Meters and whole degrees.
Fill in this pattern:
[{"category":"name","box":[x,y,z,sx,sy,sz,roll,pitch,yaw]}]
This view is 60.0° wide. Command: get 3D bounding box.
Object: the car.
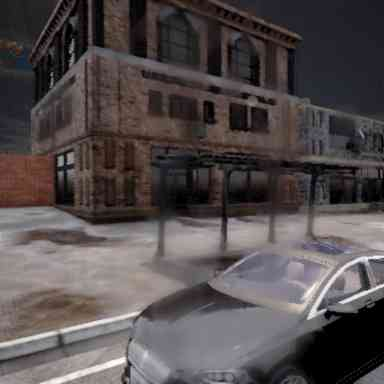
[{"category":"car","box":[1.519,1.491,4.460,4.902,1.511,2.128,0,0,-35]}]
